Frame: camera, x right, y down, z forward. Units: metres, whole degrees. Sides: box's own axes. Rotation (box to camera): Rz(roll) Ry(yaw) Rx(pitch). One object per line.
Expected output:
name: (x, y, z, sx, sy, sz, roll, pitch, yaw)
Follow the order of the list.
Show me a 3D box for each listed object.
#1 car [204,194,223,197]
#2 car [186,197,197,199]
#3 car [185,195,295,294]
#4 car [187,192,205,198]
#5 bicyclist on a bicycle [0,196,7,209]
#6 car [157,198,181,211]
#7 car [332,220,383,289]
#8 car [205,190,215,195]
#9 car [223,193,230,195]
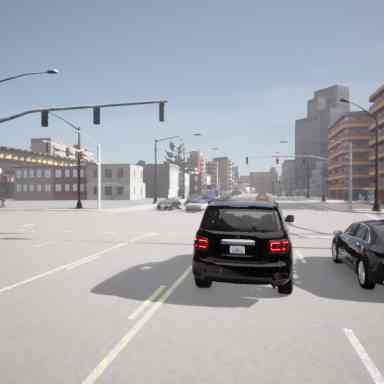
car: (3.447, 1.415, 50.869, 1.895, 1.301, 4.718, 0, 1, 12)
car: (0.578, 1.550, 37.017, 1.895, 1.301, 4.718, 0, 0, 12)
car: (1.566, 1.221, 9.093, 2.150, 2.045, 5.566, 0, 0, 15)
car: (0.305, 1.146, 52.952, 2.097, 1.767, 4.553, 0, 1, 12)
bicyclist on a bicycle: (-23.709, 1.303, 41.577, 0.582, 1.620, 1.656, 0, 0, 10)
car: (-2.648, 1.436, 39.188, 2.128, 1.511, 4.902, 0, 0, 15)
car: (5.127, 1.505, 8.962, 1.837, 1.490, 4.892, 0, 0, 11)
car: (3.514, 0.739, 68.236, 2.150, 2.045, 5.566, 0, 2, 12)
car: (6.725, 1.049, 66.569, 1.837, 1.490, 4.892, 0, 1, 12)
